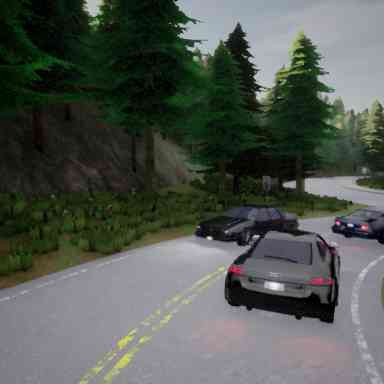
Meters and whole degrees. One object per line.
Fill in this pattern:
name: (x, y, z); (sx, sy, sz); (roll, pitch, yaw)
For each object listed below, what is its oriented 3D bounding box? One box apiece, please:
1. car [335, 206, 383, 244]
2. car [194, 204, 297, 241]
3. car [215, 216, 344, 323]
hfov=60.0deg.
car: (8.581, 1.371, 14.945); (5.357, 1.411, 2.033); (-1, 5, -33)
car: (2.536, 1.258, 14.014); (5.357, 1.411, 2.033); (-1, 4, -45)
car: (2.204, 1.532, 7.417); (1.994, 1.385, 4.181); (2, 1, 24)
